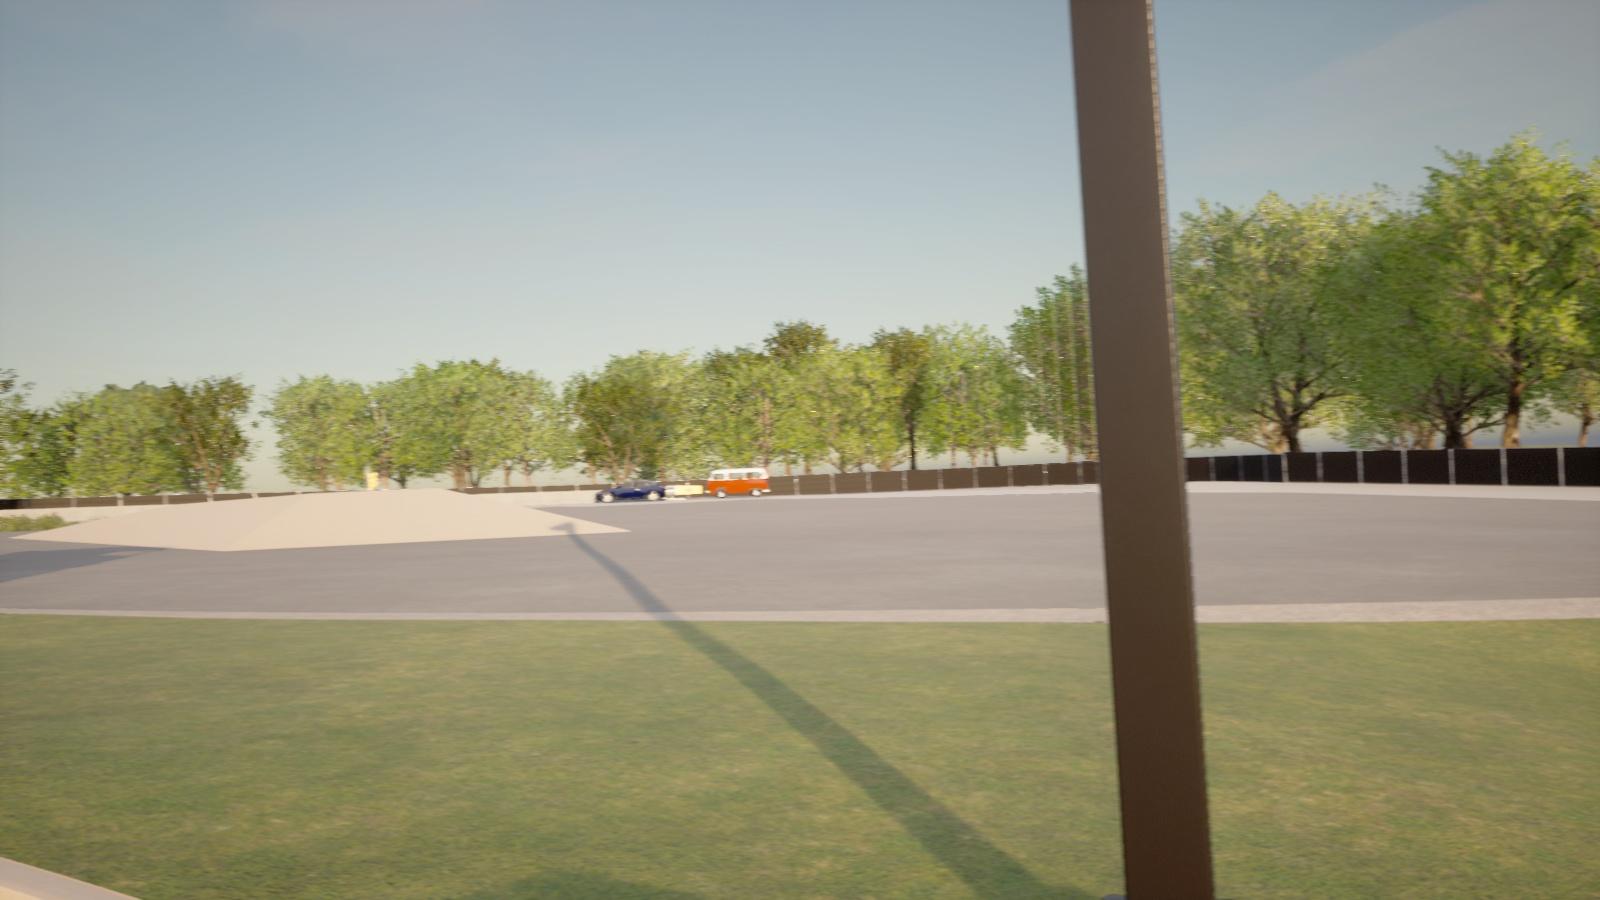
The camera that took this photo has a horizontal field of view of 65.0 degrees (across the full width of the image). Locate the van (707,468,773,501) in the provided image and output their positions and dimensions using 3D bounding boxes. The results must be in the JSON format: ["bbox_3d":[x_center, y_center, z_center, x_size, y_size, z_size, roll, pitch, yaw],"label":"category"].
[{"bbox_3d":[-4.259,2.412,88.501,4.480,2.038,2.069,-3,0,-6],"label":"van"}]

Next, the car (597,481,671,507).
[{"bbox_3d":[-11.099,2.949,84.030,4.792,1.488,2.163,-3,-2,-9],"label":"car"}]
